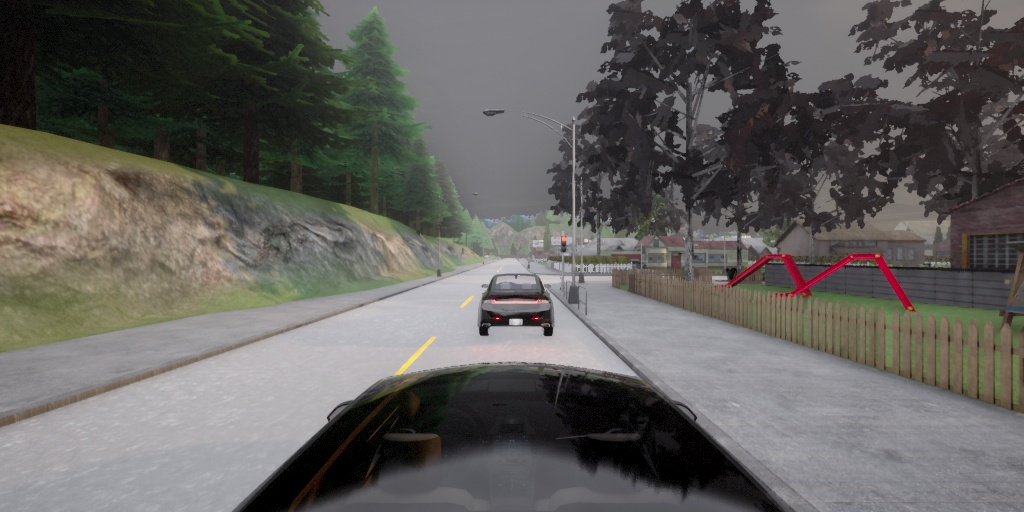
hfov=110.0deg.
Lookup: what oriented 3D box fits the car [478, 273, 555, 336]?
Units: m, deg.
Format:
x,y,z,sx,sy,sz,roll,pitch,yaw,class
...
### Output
x,y,z,sx,sy,sz,roll,pitch,yaw,class
0.118,1.242,10.332,2.128,1.511,4.902,0,0,1,car
